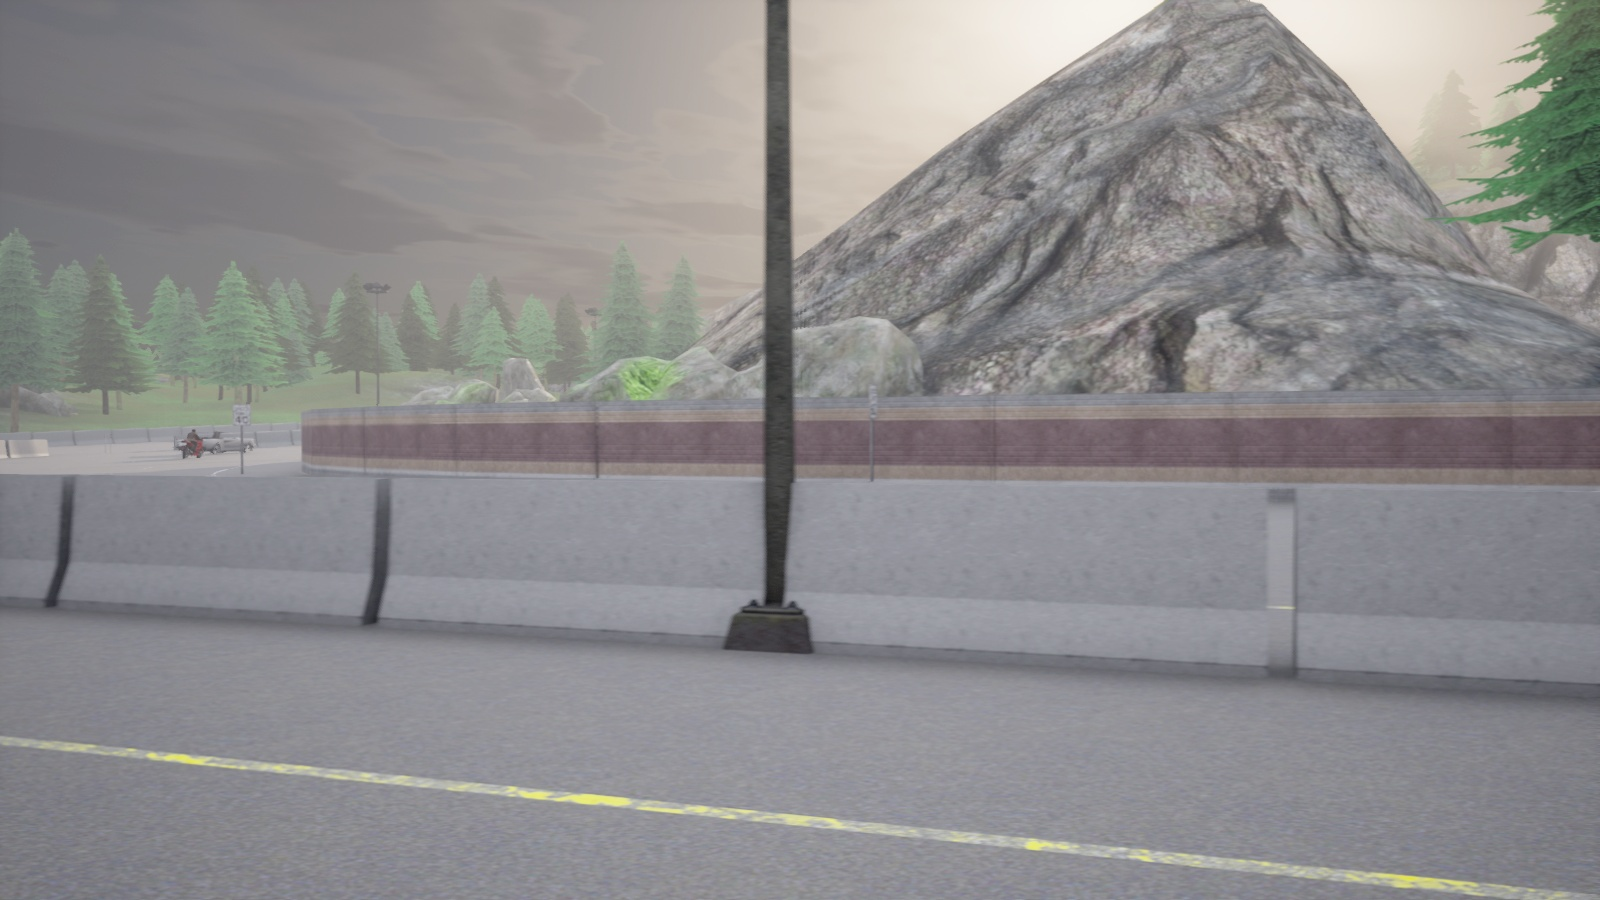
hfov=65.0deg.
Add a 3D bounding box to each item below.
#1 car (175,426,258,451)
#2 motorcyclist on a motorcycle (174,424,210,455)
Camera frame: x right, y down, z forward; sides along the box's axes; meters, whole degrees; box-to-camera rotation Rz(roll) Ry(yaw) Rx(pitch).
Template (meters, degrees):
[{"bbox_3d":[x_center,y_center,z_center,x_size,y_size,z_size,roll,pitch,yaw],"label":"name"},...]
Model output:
[{"bbox_3d":[-32.950,-0.658,71.067,1.895,1.301,4.718,0,2,11],"label":"car"},{"bbox_3d":[-30.384,-0.536,62.812,0.797,1.523,2.044,1,2,1],"label":"motorcyclist on a motorcycle"}]
